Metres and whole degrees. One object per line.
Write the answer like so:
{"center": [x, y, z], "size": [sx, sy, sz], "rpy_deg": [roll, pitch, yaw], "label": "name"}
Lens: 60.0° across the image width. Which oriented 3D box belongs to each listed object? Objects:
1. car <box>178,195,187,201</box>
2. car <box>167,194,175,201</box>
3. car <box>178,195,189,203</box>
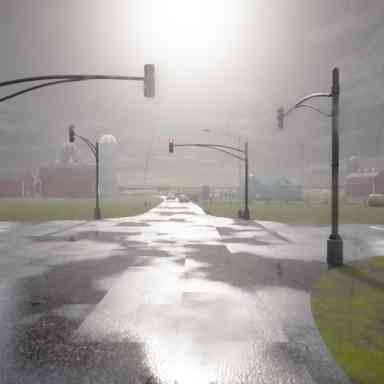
{"center": [-2.297, 1.463, 79.874], "size": [1.837, 1.490, 4.892], "rpy_deg": [0, 0, -4], "label": "car"}
{"center": [-4.676, 1.182, 73.890], "size": [1.812, 1.442, 4.674], "rpy_deg": [0, 0, -3], "label": "car"}
{"center": [-1.690, 1.624, 69.889], "size": [1.895, 1.301, 4.718], "rpy_deg": [0, 0, -3], "label": "car"}
